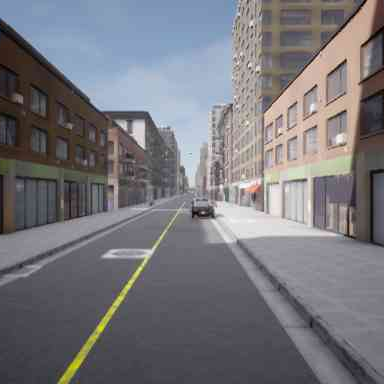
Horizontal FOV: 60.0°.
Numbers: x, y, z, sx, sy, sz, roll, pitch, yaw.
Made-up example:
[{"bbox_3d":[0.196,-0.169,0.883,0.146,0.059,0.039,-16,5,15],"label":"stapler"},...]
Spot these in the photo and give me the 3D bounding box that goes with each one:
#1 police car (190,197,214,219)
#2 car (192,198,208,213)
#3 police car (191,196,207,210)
[{"bbox_3d":[0.900,1.438,29.301,1.930,1.638,5.238,0,0,0],"label":"police car"},{"bbox_3d":[0.900,1.557,39.190,1.837,1.490,4.892,0,0,0],"label":"car"},{"bbox_3d":[0.900,1.458,45.300,1.930,1.638,5.238,0,0,0],"label":"police car"}]
